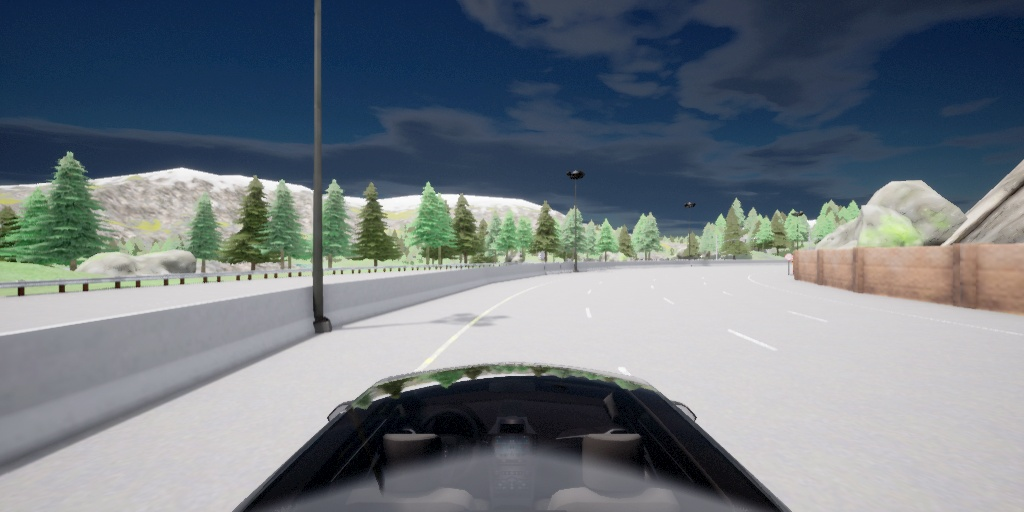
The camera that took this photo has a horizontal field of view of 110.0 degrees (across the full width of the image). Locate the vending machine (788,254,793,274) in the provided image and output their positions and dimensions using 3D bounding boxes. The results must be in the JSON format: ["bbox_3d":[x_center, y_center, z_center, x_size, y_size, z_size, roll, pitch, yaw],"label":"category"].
[{"bbox_3d":[31.996,0.929,40.156,0.880,2.100,1.100,0,0,-44],"label":"vending machine"}]
